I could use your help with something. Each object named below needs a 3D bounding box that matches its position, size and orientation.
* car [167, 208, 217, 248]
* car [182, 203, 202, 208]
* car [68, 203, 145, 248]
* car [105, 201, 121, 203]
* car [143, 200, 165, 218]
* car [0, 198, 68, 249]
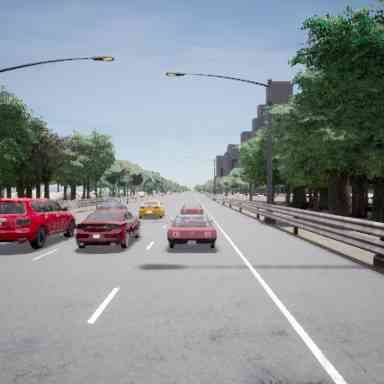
[{"bbox_3d":[0.000,1.611,14.680,1.895,1.301,4.718,0,0,0],"label":"car"},{"bbox_3d":[0.000,1.597,29.680,1.895,1.301,4.718,0,0,0],"label":"car"},{"bbox_3d":[-3.500,1.479,14.650,1.882,1.535,5.008,0,0,0],"label":"car"},{"bbox_3d":[-7.000,1.544,29.650,2.033,1.411,5.357,0,0,0],"label":"car"},{"bbox_3d":[-3.500,1.466,29.650,1.882,1.535,5.008,0,0,0],"label":"car"},{"bbox_3d":[-7.000,1.252,14.680,2.150,2.045,5.566,0,0,0],"label":"car"}]
